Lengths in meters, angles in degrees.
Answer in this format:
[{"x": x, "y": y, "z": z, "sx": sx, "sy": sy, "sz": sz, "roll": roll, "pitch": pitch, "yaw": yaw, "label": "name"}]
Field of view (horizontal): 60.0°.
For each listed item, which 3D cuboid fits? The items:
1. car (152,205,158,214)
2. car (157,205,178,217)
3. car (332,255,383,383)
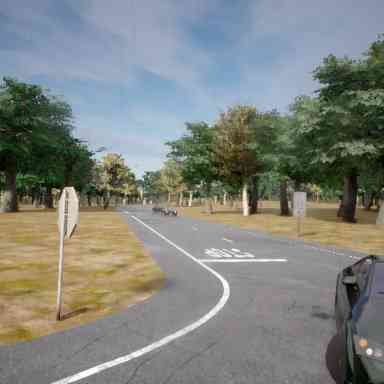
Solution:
[{"x": -5.652, "y": 2.963, "z": 56.882, "sx": 1.882, "sy": 1.535, "sz": 5.008, "roll": 3, "pitch": -2, "yaw": -14, "label": "car"}, {"x": -3.410, "y": 2.852, "z": 48.032, "sx": 1.895, "sy": 1.301, "sz": 4.718, "roll": 3, "pitch": -2, "yaw": -13, "label": "car"}, {"x": 3.105, "y": 1.643, "z": 4.618, "sx": 1.994, "sy": 1.385, "sz": 4.181, "roll": 1, "pitch": -1, "yaw": 22, "label": "car"}]
